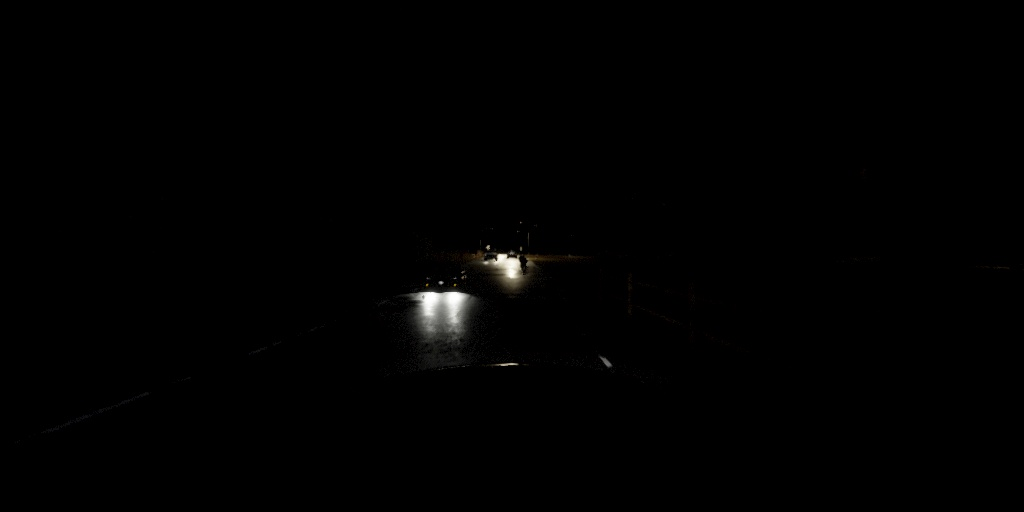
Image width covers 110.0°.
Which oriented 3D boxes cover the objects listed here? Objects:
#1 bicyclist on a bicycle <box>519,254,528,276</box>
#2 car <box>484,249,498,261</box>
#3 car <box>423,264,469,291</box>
[{"bbox_3d":[0.965,0.776,28.946,0.659,1.776,1.843,0,1,0],"label":"bicyclist on a bicycle"},{"bbox_3d":[-3.535,-0.174,61.001,2.150,2.045,5.566,0,1,1],"label":"car"},{"bbox_3d":[-3.598,1.129,20.147,1.994,1.385,4.181,0,1,0],"label":"car"}]
